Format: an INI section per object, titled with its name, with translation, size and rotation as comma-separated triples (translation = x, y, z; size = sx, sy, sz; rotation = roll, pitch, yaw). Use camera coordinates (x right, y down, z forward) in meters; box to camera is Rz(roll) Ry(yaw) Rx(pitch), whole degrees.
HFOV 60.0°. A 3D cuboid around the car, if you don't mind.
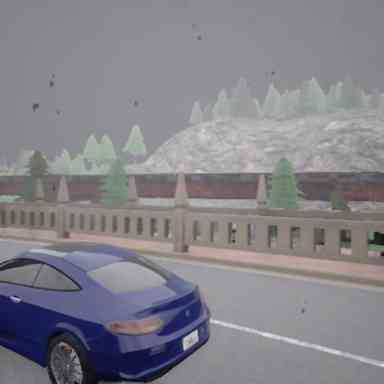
[car]
translation = -1.954, 1.504, 5.018
size = 4.674, 1.442, 1.812
rotation = 0, 0, 33
